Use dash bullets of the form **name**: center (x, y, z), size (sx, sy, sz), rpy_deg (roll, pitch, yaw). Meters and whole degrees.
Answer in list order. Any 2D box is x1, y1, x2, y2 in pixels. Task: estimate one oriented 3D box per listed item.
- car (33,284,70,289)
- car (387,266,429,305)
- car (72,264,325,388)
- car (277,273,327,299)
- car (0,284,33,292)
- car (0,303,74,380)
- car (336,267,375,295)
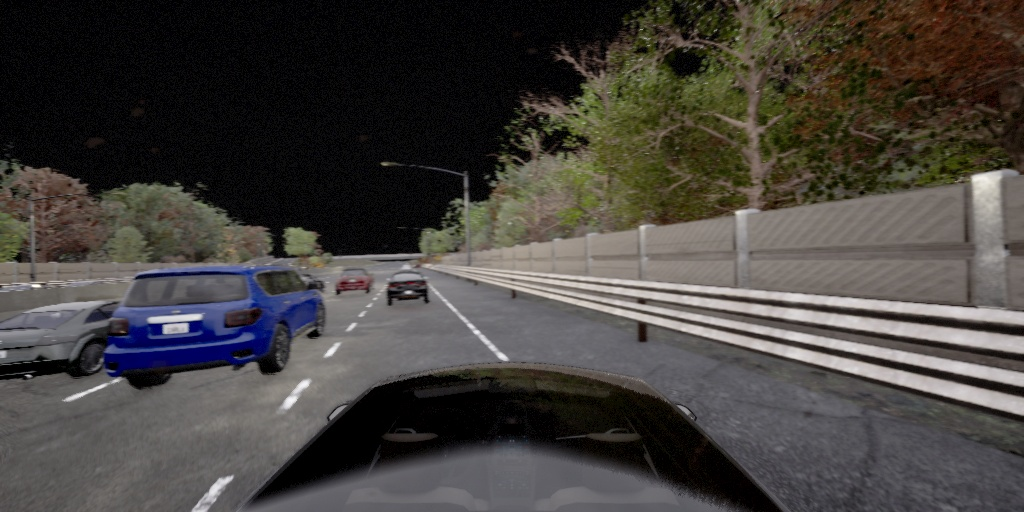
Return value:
- **car**: center (-33.967, 2.739, 28.611), size (2.033, 1.411, 5.357), rpy_deg (-2, 0, -16)
- **car**: center (-5.361, 1.524, 18.477), size (1.882, 1.535, 5.008), rpy_deg (-2, 0, -16)
- **car**: center (-5.816, 1.225, 7.941), size (2.150, 2.045, 5.566), rpy_deg (-2, 0, -17)
- **car**: center (-14.428, 1.990, 24.851), size (1.994, 1.385, 4.181), rpy_deg (-2, 0, -16)
- **car**: center (-37.320, 2.861, 27.614), size (2.033, 1.411, 5.357), rpy_deg (-2, 0, -16)
- **car**: center (-9.482, 1.708, 8.088), size (1.994, 1.385, 4.181), rpy_deg (-2, 0, -16)
- **car**: center (-10.856, 1.644, 25.068), size (2.097, 1.767, 4.553), rpy_deg (-2, 0, -16)
